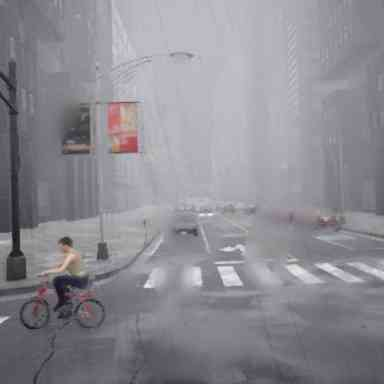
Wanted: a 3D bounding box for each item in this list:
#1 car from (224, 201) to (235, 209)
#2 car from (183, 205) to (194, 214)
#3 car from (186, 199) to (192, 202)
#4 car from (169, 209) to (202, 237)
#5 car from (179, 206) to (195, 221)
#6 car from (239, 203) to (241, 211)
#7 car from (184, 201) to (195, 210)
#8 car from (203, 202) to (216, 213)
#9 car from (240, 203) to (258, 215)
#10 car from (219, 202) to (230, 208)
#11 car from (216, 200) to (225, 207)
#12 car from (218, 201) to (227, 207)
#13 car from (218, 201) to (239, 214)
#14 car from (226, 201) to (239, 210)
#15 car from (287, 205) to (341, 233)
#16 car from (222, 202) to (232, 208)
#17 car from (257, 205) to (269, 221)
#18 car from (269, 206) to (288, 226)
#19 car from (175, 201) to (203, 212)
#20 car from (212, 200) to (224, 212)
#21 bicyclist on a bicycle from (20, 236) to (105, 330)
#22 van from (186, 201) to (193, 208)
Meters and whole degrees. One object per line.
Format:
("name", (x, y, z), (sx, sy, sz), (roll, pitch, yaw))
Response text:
("car", (7.930, 2.735, 70.595), (1.967, 1.590, 4.097), (-2, -1, 0))
("car", (-0.558, 2.789, 54.310), (1.802, 1.307, 4.206), (-2, -1, 0))
("car", (-0.577, 2.638, 59.740), (2.192, 1.841, 5.009), (-2, -1, 0))
("car", (-0.504, 2.094, 21.761), (1.947, 1.339, 4.313), (-2, -1, 0))
("car", (-0.532, 2.387, 37.866), (1.752, 1.417, 4.829), (-2, -1, 0))
("car", (7.961, 2.476, 54.492), (1.752, 1.417, 4.829), (-2, -1, 0))
("car", (-0.595, 2.870, 70.590), (2.192, 1.841, 5.009), (-2, -1, 0))
("car", (2.209, 2.640, 52.115), (1.994, 1.385, 4.181), (-2, -1, 0))
("car", (7.980, 2.263, 43.474), (1.887, 1.381, 4.507), (-2, -1, 0))
("car", (7.916, 3.079, 81.440), (2.008, 1.369, 4.403), (-2, -1, 0))
("car", (7.890, 3.078, 92.293), (2.192, 1.841, 5.009), (-2, -1, 0))
("car", (7.906, 3.175, 87.034), (1.752, 1.417, 4.829), (-2, -1, 0))
("car", (5.244, 2.419, 48.815), (1.837, 1.490, 4.892), (-2, -1, 1))
("car", (7.940, 2.618, 65.171), (1.967, 1.590, 4.097), (-2, -1, 0))
("car", (8.013, 1.708, 21.781), (1.967, 1.590, 4.097), (-2, -1, 0))
("car", (7.924, 2.956, 76.017), (1.887, 1.381, 4.507), (-2, -1, 0))
("car", (8.000, 2.075, 32.625), (1.802, 1.307, 4.206), (-2, -1, 0))
("car", (8.004, 1.820, 27.205), (1.967, 1.590, 4.097), (-2, -1, 0))
("car", (-0.521, 1.956, 27.191), (2.192, 1.841, 5.009), (-2, -1, 0))
("car", (5.195, 2.609, 58.358), (2.128, 1.511, 4.902), (-2, -1, 0))
("bicyclist on a bicycle", (-2.253, 1.581, 5.772), (1.509, 1.612, 0.866), (-1, -1, 0))
("van", (-0.621, 3.248, 86.864), (1.690, 1.788, 3.998), (-2, -1, 0))
